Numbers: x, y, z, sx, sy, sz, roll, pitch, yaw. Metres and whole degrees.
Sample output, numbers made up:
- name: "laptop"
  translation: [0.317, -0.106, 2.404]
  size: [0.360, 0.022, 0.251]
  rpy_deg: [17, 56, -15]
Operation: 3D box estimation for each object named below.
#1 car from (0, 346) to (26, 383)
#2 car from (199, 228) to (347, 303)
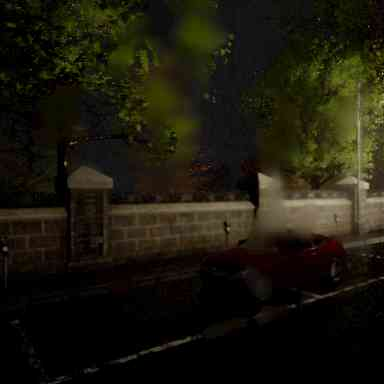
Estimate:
- name: "car"
  translation: [-2.892, 1.567, 1.313]
  size: [4.181, 1.385, 1.994]
  rpy_deg: [0, 0, -36]
- name: "car"
  translation: [2.121, 1.572, 8.090]
  size: [4.206, 1.307, 1.802]
  rpy_deg: [0, 0, -36]
